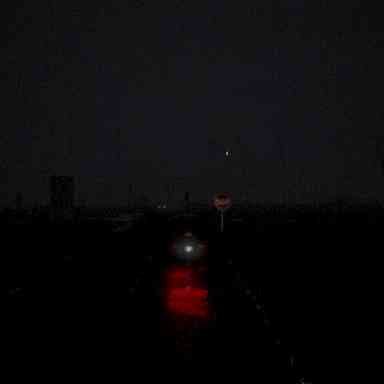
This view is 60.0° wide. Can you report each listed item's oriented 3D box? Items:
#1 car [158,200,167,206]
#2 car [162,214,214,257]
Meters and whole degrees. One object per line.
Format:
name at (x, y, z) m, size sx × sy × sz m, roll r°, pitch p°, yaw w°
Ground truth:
car at (-6.910, 2.507, 78.096) m, size 1.994 × 1.385 × 4.181 m, roll 0°, pitch -1°, yaw -2°
car at (-0.149, 1.658, 13.549) m, size 1.837 × 1.490 × 4.892 m, roll 0°, pitch 0°, yaw -1°
